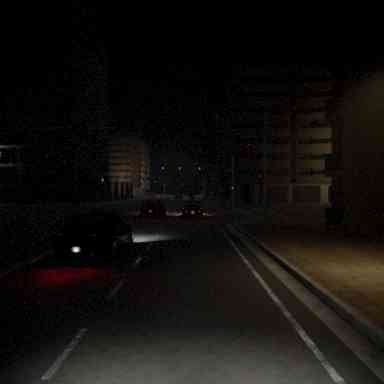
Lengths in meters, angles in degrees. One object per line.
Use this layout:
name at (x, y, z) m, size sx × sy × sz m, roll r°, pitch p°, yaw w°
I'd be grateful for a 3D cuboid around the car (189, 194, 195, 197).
car at (-0.036, 1.370, 88.894) m, size 1.837 × 1.490 × 4.892 m, roll 0°, pitch 0°, yaw 0°

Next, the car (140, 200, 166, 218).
car at (-3.433, 1.434, 29.959) m, size 1.882 × 1.535 × 5.008 m, roll 0°, pitch 0°, yaw 0°

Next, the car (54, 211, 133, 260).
car at (-3.442, 1.485, 12.335) m, size 1.837 × 1.490 × 4.892 m, roll 0°, pitch 0°, yaw 0°

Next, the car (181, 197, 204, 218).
car at (0.064, 1.483, 29.415) m, size 1.812 × 1.442 × 4.674 m, roll 0°, pitch 0°, yaw 0°

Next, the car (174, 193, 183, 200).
car at (-3.536, 1.225, 88.590) m, size 2.097 × 1.767 × 4.553 m, roll 0°, pitch 0°, yaw 0°
